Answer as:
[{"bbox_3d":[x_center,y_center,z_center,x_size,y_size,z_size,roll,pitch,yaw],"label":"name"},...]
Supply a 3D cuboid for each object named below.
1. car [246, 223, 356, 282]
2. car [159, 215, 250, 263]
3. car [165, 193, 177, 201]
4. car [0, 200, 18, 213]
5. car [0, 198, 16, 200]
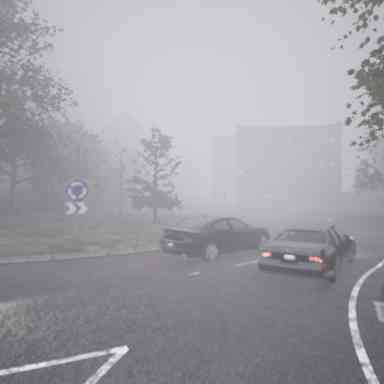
[{"bbox_3d":[3.761,1.678,10.292,2.033,1.411,5.357,0,-1,33],"label":"car"},{"bbox_3d":[1.047,1.628,12.814,5.008,1.535,1.882,1,0,-44],"label":"car"},{"bbox_3d":[-4.280,0.946,67.928,2.033,1.411,5.357,0,5,7],"label":"car"},{"bbox_3d":[-23.023,1.938,39.593,4.181,1.385,1.994,2,-1,-40],"label":"car"},{"bbox_3d":[-25.121,1.717,42.078,5.566,2.045,2.150,1,-1,-40],"label":"car"}]
